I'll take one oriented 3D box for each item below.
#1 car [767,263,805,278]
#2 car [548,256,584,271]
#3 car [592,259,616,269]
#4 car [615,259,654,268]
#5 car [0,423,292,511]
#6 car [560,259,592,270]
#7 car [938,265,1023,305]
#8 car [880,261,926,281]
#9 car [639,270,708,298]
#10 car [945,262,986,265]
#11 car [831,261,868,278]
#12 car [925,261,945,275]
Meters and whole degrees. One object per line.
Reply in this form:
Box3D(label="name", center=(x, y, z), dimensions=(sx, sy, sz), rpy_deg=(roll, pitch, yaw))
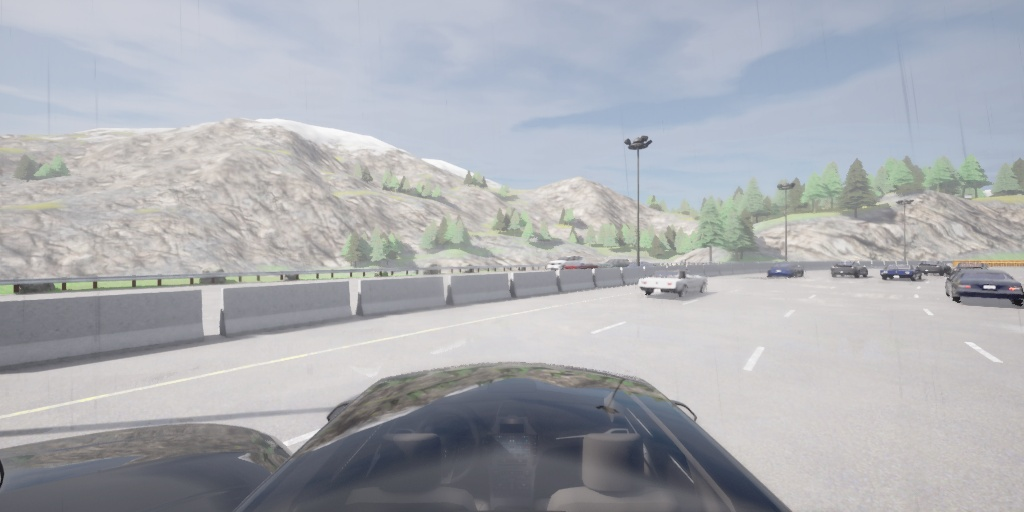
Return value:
Box3D(label="car", center=(25.516, 1.313, 33.364), dimensions=(4.181, 1.385, 1.994), rpy_deg=(0, 0, -38))
Box3D(label="car", center=(7.104, 0.973, 45.871), dimensions=(5.566, 2.045, 2.150), rpy_deg=(0, 0, -39))
Box3D(label="car", center=(11.619, 1.101, 40.508), dimensions=(4.553, 1.767, 2.097), rpy_deg=(0, 0, -39))
Box3D(label="car", center=(13.096, 1.275, 37.190), dimensions=(4.674, 1.442, 1.812), rpy_deg=(0, 0, -40))
Box3D(label="car", center=(-2.982, 1.255, 0.505), dimensions=(4.892, 1.490, 1.837), rpy_deg=(0, 0, -45))
Box3D(label="car", center=(8.202, 1.351, 42.218), dimensions=(4.718, 1.301, 1.895), rpy_deg=(0, 0, -40))
Box3D(label="car", center=(20.924, 1.297, 16.011), dimensions=(5.357, 1.411, 2.033), rpy_deg=(0, 0, -43))
Box3D(label="car", center=(32.304, 1.351, 29.710), dimensions=(4.718, 1.301, 1.895), rpy_deg=(0, 0, -35))
Box3D(label="car", center=(8.487, 1.351, 18.603), dimensions=(1.895, 1.301, 4.718), rpy_deg=(0, 0, 45))
Box3D(label="car", center=(35.255, 1.241, 27.486), dimensions=(4.902, 1.511, 2.128), rpy_deg=(0, 0, -36))
Box3D(label="car", center=(31.370, 1.241, 33.320), dimensions=(4.902, 1.511, 2.128), rpy_deg=(0, 0, -35))
Box3D(label="car", center=(43.308, 1.241, 36.844), dimensions=(4.902, 1.511, 2.128), rpy_deg=(0, 0, -31))
